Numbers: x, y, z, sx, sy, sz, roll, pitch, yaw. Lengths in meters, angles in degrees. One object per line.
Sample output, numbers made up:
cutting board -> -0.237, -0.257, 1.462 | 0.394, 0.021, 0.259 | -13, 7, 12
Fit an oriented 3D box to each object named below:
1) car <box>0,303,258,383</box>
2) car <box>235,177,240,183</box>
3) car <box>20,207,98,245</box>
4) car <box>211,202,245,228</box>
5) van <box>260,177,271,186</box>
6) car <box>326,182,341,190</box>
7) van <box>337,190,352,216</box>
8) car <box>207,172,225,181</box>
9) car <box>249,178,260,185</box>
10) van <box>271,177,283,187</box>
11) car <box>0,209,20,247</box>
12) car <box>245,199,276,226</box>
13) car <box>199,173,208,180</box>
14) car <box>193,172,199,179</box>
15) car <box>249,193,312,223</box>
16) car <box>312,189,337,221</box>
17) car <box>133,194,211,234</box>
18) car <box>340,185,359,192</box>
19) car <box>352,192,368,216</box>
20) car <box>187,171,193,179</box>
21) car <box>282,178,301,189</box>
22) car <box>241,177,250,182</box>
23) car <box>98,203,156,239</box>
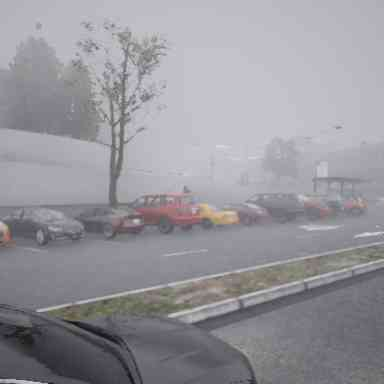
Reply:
car -> -1.649, 1.506, 1.956 | 4.892, 1.490, 1.837 | 0, 0, -35
car -> 12.043, -2.848, 79.769 | 2.002, 1.452, 4.674 | 6, 4, 35
car -> -6.947, 1.465, 15.261 | 4.892, 1.521, 2.231 | -1, -1, 35
car -> 0.237, 1.390, 20.580 | 5.366, 1.575, 1.946 | -1, 0, 35
van -> 17.197, -2.294, 72.259 | 1.878, 1.987, 4.442 | 7, 4, 35
car -> 25.908, -0.955, 60.048 | 2.435, 2.045, 5.566 | 6, 4, 35
van -> 10.319, 1.068, 27.341 | 4.442, 1.987, 1.878 | -1, -1, 35
car -> 6.930, -3.709, 87.273 | 1.946, 1.575, 5.366 | 6, 4, 34
car -> 15.622, -2.344, 74.990 | 1.946, 1.575, 5.366 | 6, 4, 35
van -> 18.928, -2.020, 69.789 | 1.878, 1.987, 4.442 | 7, 4, 35
car -> -9.414, 1.366, 13.534 | 4.553, 1.767, 2.185 | -1, -1, 34
car -> 2.843, 1.406, 22.209 | 4.674, 1.452, 2.002 | -1, 0, 35
car -> 5.075, -4.230, 89.530 | 2.435, 2.045, 5.566 | 7, 4, 34
car -> 3.279, -4.382, 91.995 | 2.185, 1.767, 4.553 | 6, 3, 34
car -> 5.268, 1.092, 23.965 | 5.566, 2.045, 2.435 | -1, 0, 35
car -> 7.781, 1.068, 25.670 | 5.566, 2.045, 2.435 | -1, -1, 35
car -> -2.085, 1.163, 18.751 | 5.566, 2.045, 2.435 | -1, 0, 35
car -> 27.604, -0.392, 57.579 | 2.002, 1.452, 4.674 | 6, 4, 35
car -> 12.729, 1.147, 29.092 | 4.553, 1.767, 2.185 | -1, 0, 35
car -> 1.547, -4.617, 94.463 | 2.185, 1.767, 4.553 | 4, 1, 33
car -> 20.692, -1.522, 67.430 | 2.231, 1.521, 4.892 | 6, 4, 35
car -> 13.788, -2.575, 77.308 | 2.002, 1.452, 4.674 | 7, 4, 35
car -> -4.527, 1.468, 17.007 | 4.792, 1.488, 2.163 | -1, 0, 35
